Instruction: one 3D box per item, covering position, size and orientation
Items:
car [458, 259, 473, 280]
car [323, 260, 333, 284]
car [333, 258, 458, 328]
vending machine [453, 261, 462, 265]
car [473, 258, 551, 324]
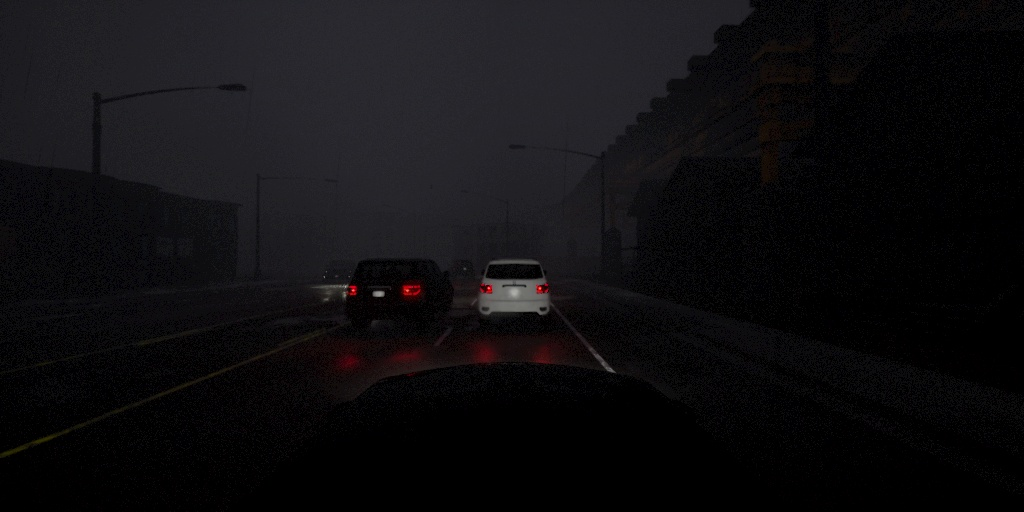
[{"bbox_3d":[-5.281,1.357,36.354,2.150,2.045,5.566,1,-1,-18],"label":"car"},{"bbox_3d":[-15.003,1.304,31.654,2.150,2.045,5.566,1,-1,-17],"label":"car"},{"bbox_3d":[-3.428,1.087,11.943,2.150,2.045,5.566,0,0,0],"label":"car"},{"bbox_3d":[-8.720,1.565,57.372,0.880,2.100,1.100,0,0,41],"label":"vending machine"},{"bbox_3d":[0.078,1.095,12.595,2.150,2.045,5.566,0,0,0],"label":"car"}]
